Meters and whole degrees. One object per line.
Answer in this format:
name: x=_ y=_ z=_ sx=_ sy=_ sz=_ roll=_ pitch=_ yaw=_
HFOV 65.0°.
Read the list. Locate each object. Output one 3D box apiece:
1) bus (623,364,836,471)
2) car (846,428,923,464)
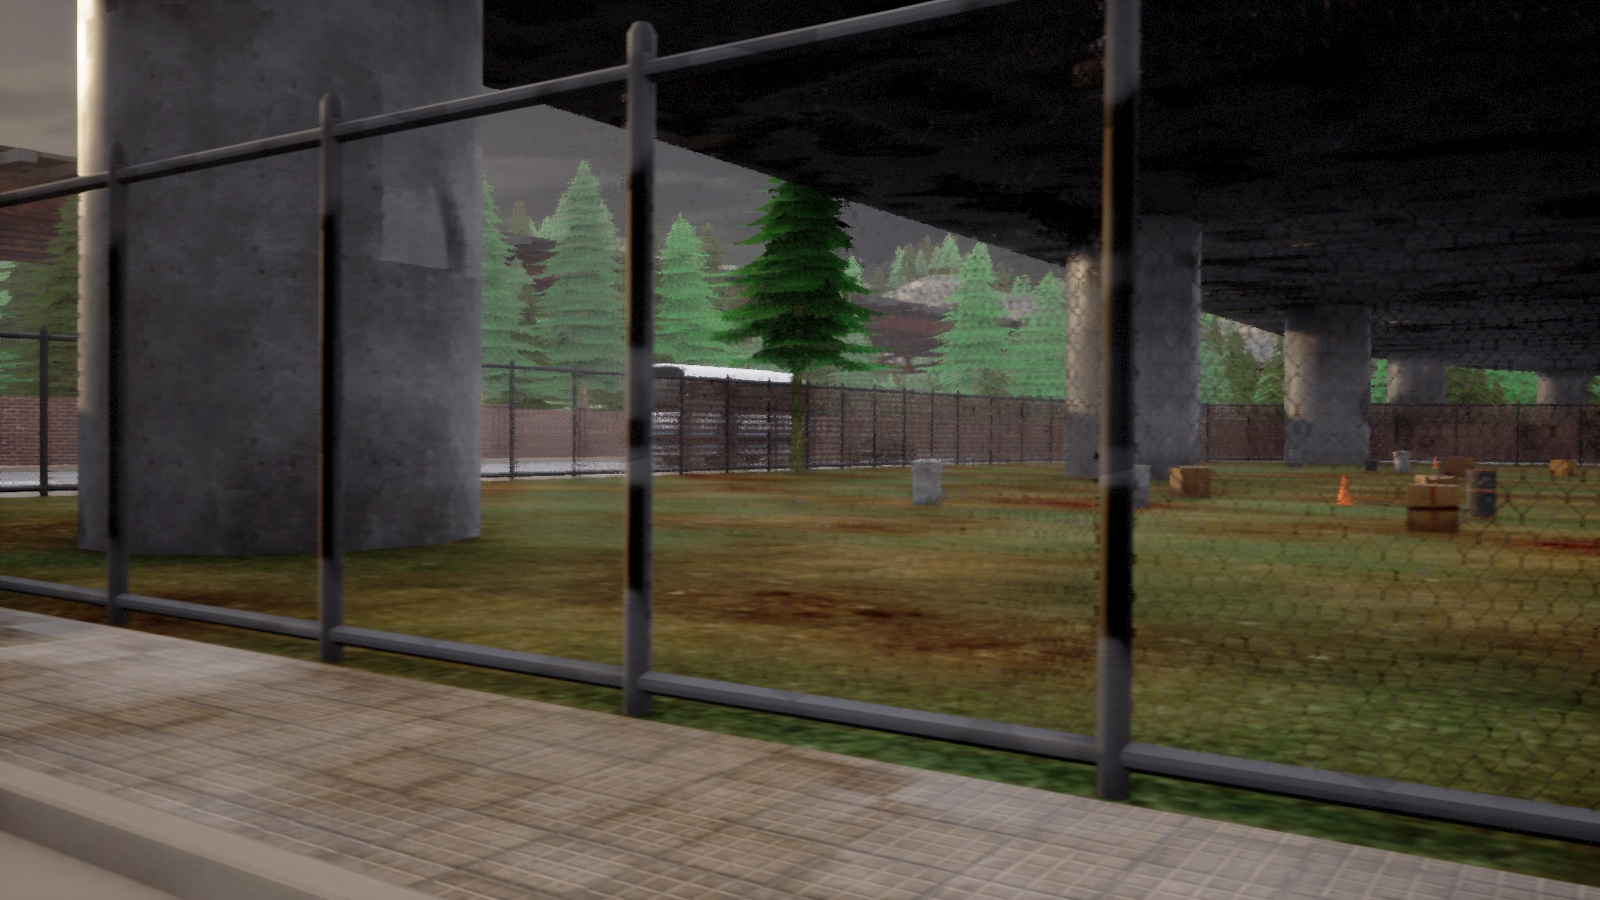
bus: x=-2.834 y=-1.376 z=55.451 sx=3.944 sy=4.253 sz=10.273 roll=0 pitch=1 yaw=34
car: x=4.010 y=-0.216 z=59.261 sx=1.851 sy=1.617 sz=3.988 roll=0 pitch=1 yaw=35
